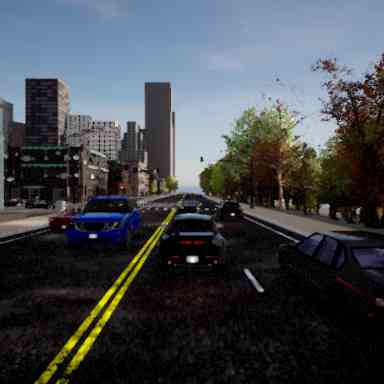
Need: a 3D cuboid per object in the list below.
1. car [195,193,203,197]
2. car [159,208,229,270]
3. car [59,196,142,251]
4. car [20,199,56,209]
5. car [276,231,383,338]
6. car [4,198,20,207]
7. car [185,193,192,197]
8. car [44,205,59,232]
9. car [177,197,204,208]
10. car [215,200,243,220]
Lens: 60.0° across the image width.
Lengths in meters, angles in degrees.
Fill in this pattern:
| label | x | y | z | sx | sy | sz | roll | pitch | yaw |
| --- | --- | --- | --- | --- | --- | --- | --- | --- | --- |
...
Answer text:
| label | x | y | z | sx | sy | sz | roll | pitch | yaw |
| --- | --- | --- | --- | --- | --- | --- | --- | --- | --- |
| car | 2.201 | 1.136 | 91.898 | 1.812 | 1.442 | 4.674 | 0 | 0 | -1 |
| car | -0.008 | 1.476 | 10.910 | 1.837 | 1.490 | 4.892 | 0 | 0 | -1 |
| car | -3.494 | 1.189 | 14.397 | 2.150 | 2.045 | 5.566 | 0 | 0 | -1 |
| car | -20.460 | 1.717 | 45.362 | 4.313 | 1.339 | 1.947 | -1 | 1 | -1 |
| car | 3.288 | 1.528 | 6.921 | 2.033 | 1.411 | 5.357 | 0 | 0 | -1 |
| car | -28.892 | 1.697 | 53.776 | 4.403 | 1.369 | 2.008 | -1 | 1 | -1 |
| car | -1.048 | 1.138 | 91.860 | 1.812 | 1.442 | 4.674 | 0 | 0 | -1 |
| car | -6.804 | 1.555 | 19.913 | 1.895 | 1.301 | 4.718 | 0 | 0 | -1 |
| car | -0.194 | 1.423 | 27.435 | 2.128 | 1.511 | 4.902 | 0 | 0 | -1 |
| car | 3.055 | 1.434 | 27.524 | 1.837 | 1.490 | 4.892 | 0 | 0 | -1 |
